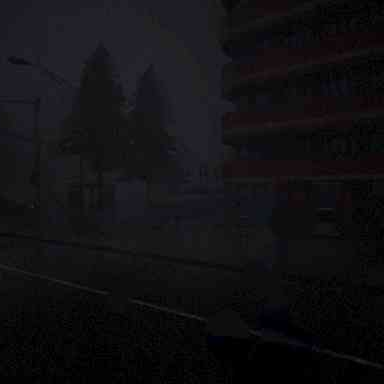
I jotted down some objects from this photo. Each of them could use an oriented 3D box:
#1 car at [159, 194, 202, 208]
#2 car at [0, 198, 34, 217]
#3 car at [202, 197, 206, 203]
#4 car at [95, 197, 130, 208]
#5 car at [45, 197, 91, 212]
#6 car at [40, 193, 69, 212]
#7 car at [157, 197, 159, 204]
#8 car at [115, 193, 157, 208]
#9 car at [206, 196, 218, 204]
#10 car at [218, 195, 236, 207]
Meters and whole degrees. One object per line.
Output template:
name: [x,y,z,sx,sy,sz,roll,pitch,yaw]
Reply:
car: [-1.553,1.166,47.295,2.150,2.045,5.566,0,0,41]
car: [-15.754,1.296,27.912,2.097,1.767,4.553,0,0,35]
car: [-0.864,1.492,53.169,5.357,1.411,2.033,0,0,-42]
car: [-11.068,1.470,46.660,1.812,1.442,4.674,0,0,37]
car: [-13.498,1.545,37.468,1.895,1.301,4.718,0,0,36]
car: [-16.741,1.166,38.942,2.150,2.045,5.566,0,0,36]
car: [-5.229,1.470,53.657,4.674,1.442,1.812,0,0,-45]
car: [-7.761,1.166,45.357,2.150,2.045,5.566,0,0,37]
car: [2.981,1.492,60.482,5.357,1.411,2.033,0,0,-32]
car: [6.627,1.300,50.057,4.553,1.767,2.097,-1,0,-37]
